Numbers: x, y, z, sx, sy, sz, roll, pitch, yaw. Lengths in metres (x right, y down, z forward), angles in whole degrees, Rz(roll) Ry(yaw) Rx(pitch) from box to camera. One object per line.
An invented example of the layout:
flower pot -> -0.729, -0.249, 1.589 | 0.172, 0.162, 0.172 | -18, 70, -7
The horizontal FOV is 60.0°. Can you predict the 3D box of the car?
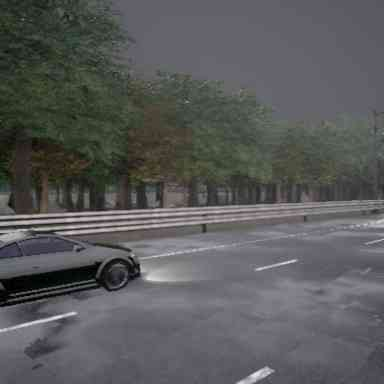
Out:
car -> -3.262, 1.549, 7.368 | 4.181, 1.385, 1.994 | 0, 0, -40
